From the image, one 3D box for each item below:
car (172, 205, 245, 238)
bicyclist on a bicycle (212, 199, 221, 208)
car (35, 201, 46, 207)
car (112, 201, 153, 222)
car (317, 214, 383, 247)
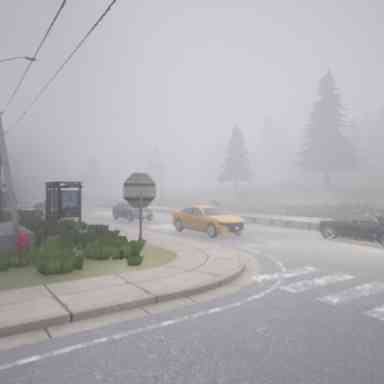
[{"bbox_3d":[0.782,1.486,18.216,1.882,1.535,5.008,0,0,-34],"label":"car"},{"bbox_3d":[2.041,1.419,28.860,1.656,1.620,0.582,-7,4,-34],"label":"bicyclist on a bicycle"},{"bbox_3d":[-17.871,1.572,42.506,4.181,1.385,1.994,0,0,-6],"label":"car"},{"bbox_3d":[-4.795,1.500,26.439,2.128,1.511,4.902,0,0,-34],"label":"car"},{"bbox_3d":[7.900,1.612,14.658,1.895,1.301,4.718,0,0,-26],"label":"car"}]
